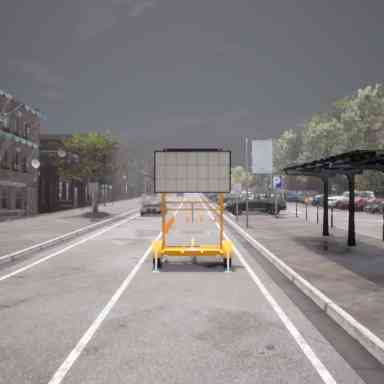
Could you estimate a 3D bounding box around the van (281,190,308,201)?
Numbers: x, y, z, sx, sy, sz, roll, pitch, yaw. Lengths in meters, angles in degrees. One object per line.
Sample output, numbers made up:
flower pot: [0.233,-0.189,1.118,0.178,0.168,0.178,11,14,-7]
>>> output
van: [18.966,0.697,61.675,4.442,1.987,1.878,0,1,0]

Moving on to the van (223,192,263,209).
van: [5.889,0.982,38.676,4.442,1.987,1.878,0,1,0]

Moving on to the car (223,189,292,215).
car: [5.745,1.032,30.266,5.566,2.045,2.435,0,1,0]

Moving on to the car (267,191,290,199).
car: [18.878,0.611,72.778,4.553,1.767,2.185,0,1,0]

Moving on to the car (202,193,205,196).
car: [5.739,0.397,77.926,5.566,2.045,2.435,0,1,0]

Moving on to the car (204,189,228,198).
car: [5.738,0.350,80.729,5.566,2.045,2.435,0,1,0]

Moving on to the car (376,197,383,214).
car: [18.882,1.331,28.365,4.792,1.488,2.163,0,1,0]

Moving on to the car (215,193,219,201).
car: [5.766,1.183,41.482,5.008,1.535,2.097,0,1,0]

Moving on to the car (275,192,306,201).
car: [19.035,0.873,64.452,5.366,1.575,1.946,0,1,0]

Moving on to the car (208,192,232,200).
car: [5.762,0.791,69.521,4.892,1.521,2.231,0,1,0]

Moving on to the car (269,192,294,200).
car: [18.819,0.812,70.004,4.792,1.488,2.163,0,1,0]

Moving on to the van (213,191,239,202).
van: [5.886,0.753,58.308,4.442,1.987,1.878,0,1,0]

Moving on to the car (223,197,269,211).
car: [5.775,1.273,35.876,4.674,1.452,2.002,0,1,0]

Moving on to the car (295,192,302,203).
car: [18.821,1.119,50.568,4.792,1.488,2.163,0,1,0]

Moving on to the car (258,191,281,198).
car: [18.852,0.597,81.106,4.892,1.521,2.231,0,1,0]

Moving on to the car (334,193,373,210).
car: [18.857,1.226,36.692,5.008,1.535,2.097,0,1,0]

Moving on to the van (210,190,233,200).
van: [5.885,0.612,66.714,4.442,1.987,1.878,0,1,0]

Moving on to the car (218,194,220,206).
car: [5.588,1.255,33.072,5.366,1.575,1.946,0,1,0]

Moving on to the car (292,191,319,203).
car: [18.879,1.080,53.351,4.792,1.488,2.163,0,1,0]

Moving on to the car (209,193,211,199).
car: [5.776,1.020,55.504,4.892,1.521,2.231,0,1,0]

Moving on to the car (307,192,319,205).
car: [18.846,1.149,45.019,5.008,1.535,2.097,0,1,0]

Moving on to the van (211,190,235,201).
van: [5.886,0.659,63.912,4.442,1.987,1.878,0,1,0]

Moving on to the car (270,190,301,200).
car: [18.877,0.578,67.224,5.566,2.045,2.435,0,1,0]

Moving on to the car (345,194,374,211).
car: [18.858,1.251,33.916,5.008,1.535,2.097,0,1,0]

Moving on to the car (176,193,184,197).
car: [-3.140,0.538,88.840,2.033,1.411,5.357,0,1,0]

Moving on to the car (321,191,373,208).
car: [18.823,0.950,39.465,5.566,2.045,2.435,0,1,0]

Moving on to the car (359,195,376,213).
car: [18.859,1.277,31.140,4.892,1.521,2.231,0,1,0]

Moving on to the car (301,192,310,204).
car: [19.035,1.116,47.796,5.366,1.575,1.946,0,1,0]

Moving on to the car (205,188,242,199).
car: [5.741,0.680,61.107,5.566,2.045,2.435,0,1,0]

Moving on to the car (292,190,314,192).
car: [18.821,0.760,56.122,5.566,2.045,2.435,0,1,0]

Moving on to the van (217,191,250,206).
van: [5.888,0.901,47.088,4.442,1.987,1.878,0,1,0]

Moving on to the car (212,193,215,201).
car: [5.800,1.126,49.893,4.792,1.488,2.163,0,1,0]

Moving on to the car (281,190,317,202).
car: [18.878,0.718,58.898,5.566,2.045,2.435,0,1,0]

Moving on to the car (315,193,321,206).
car: [18.845,1.178,42.242,4.892,1.521,2.231,0,1,0]

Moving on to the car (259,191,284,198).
car: [18.662,0.640,78.329,5.366,1.575,1.946,0,1,0]

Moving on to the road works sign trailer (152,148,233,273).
road works sign trailer: [0.017,0.429,10.554,2.380,3.560,2.880,0,0,1]

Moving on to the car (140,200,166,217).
car: [-3.314,1.373,28.995,1.994,1.385,4.181,0,1,0]
